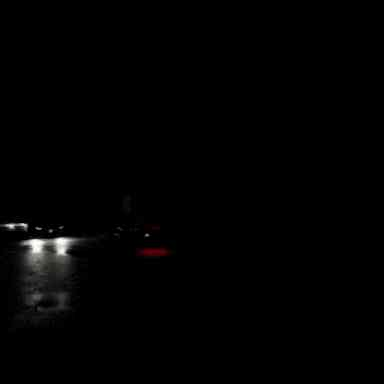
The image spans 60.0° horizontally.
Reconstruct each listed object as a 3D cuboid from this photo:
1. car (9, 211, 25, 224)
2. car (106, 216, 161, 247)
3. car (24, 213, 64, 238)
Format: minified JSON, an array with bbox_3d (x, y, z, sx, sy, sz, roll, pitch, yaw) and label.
[{"bbox_3d":[-21.663,3.113,41.529,1.882,1.535,5.008,0,-3,-32],"label":"car"},{"bbox_3d":[-3.412,2.079,18.724,1.882,1.535,5.008,0,-2,-28],"label":"car"},{"bbox_3d":[-10.401,2.351,23.517,1.837,1.490,4.892,0,-2,-32],"label":"car"}]
